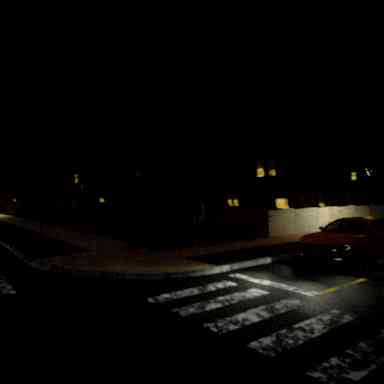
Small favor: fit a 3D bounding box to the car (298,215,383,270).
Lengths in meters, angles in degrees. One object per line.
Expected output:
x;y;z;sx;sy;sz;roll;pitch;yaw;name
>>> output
5.782;1.614;11.709;5.008;1.535;1.882;0;-2;-36;car
